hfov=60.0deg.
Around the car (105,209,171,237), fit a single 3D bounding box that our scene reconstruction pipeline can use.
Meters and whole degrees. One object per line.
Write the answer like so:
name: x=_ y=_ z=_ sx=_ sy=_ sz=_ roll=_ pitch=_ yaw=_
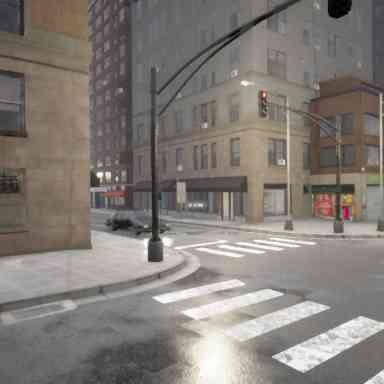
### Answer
car: x=-3.406 y=1.719 z=19.840 sx=2.033 sy=1.411 sz=5.357 roll=-1 pitch=0 yaw=-37
